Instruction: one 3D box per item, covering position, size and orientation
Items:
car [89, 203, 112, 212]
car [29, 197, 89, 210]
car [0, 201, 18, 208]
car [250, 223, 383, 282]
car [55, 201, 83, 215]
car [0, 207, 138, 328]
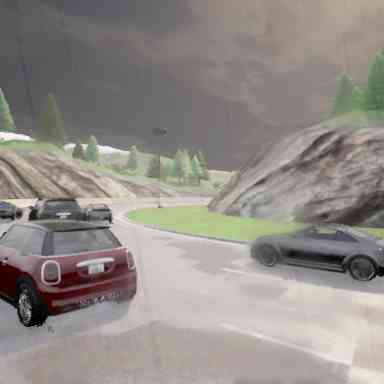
[{"bbox_3d":[-7.399,1.638,25.895,2.128,1.511,4.902,0,0,-23],"label":"car"},{"bbox_3d":[-7.618,1.315,18.393,2.150,2.045,5.566,0,0,-31],"label":"car"},{"bbox_3d":[-15.505,1.723,27.907,1.895,1.301,4.718,0,0,-17],"label":"car"},{"bbox_3d":[3.915,1.656,10.210,4.181,1.385,1.994,0,0,40],"label":"car"},{"bbox_3d":[-13.638,1.758,37.075,1.994,1.385,4.181,0,0,-6],"label":"car"},{"bbox_3d":[-3.246,1.391,7.412,4.553,1.767,2.097,0,-1,44],"label":"car"}]
